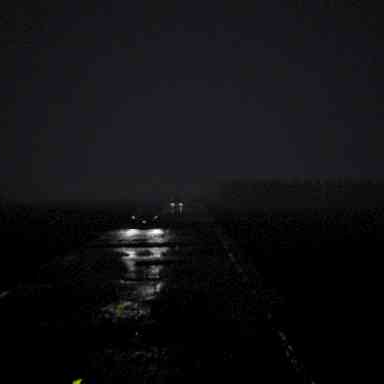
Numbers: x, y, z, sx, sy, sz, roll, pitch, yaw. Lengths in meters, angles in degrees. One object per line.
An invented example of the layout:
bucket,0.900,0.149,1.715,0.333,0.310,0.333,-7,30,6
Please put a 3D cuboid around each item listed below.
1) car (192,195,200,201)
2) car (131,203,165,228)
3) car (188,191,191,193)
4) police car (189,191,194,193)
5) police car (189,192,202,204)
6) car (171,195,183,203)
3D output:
car,0.814,1.334,74.879,1.812,1.442,4.674,0,0,0
car,-2.853,1.498,22.170,1.812,1.442,4.674,0,0,0
car,-0.012,1.173,92.112,1.895,1.301,4.718,0,0,0
police car,0.815,1.259,68.988,1.930,1.638,5.238,0,0,0
police car,0.817,1.298,58.989,1.930,1.638,5.238,0,0,0
car,-2.783,1.360,63.396,1.837,1.490,4.892,0,0,0
